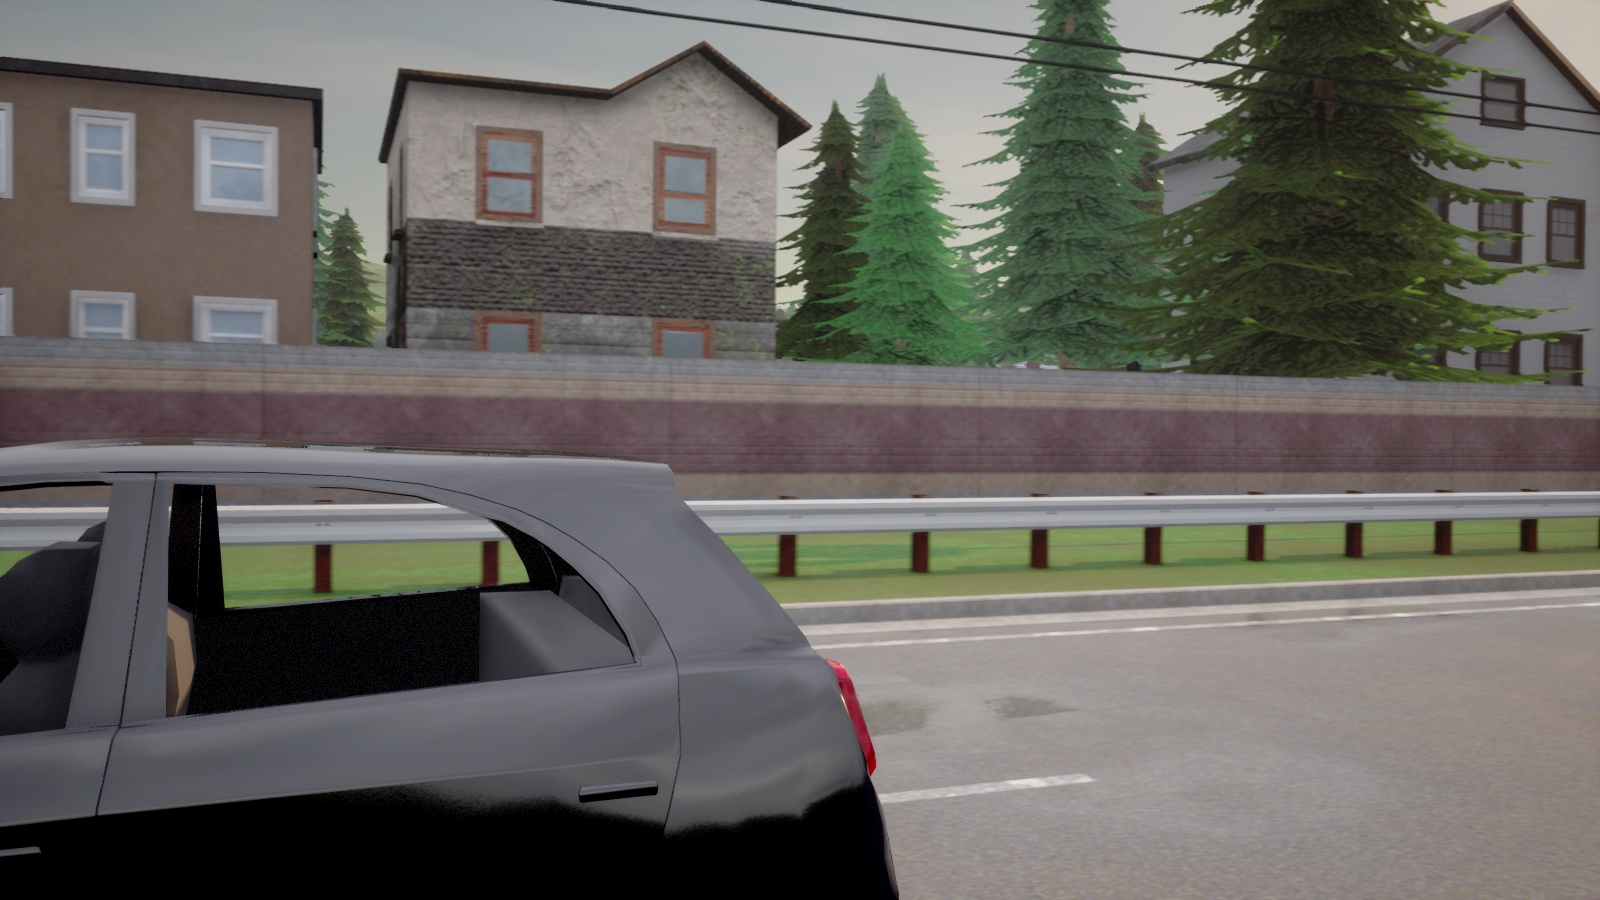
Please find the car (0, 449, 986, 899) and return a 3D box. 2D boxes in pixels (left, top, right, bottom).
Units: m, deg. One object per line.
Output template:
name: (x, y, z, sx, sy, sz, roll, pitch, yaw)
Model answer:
car: (-1.672, 0.788, 2.604, 3.633, 1.501, 1.845, -1, 1, -21)
